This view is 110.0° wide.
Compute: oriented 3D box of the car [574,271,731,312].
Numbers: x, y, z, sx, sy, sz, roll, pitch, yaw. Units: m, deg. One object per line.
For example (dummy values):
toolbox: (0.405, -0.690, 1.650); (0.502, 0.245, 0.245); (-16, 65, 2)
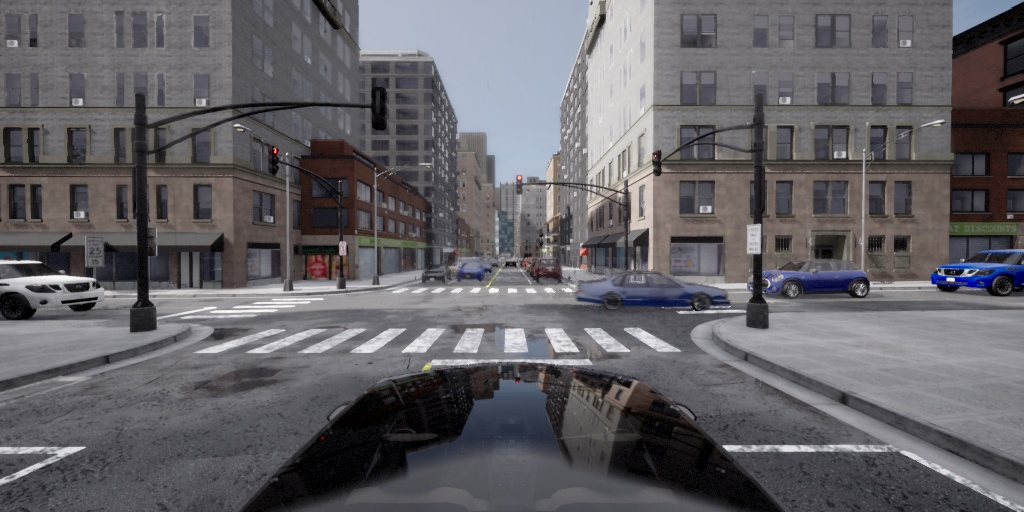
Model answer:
car: (5.056, 1.274, 13.529); (5.357, 1.411, 2.033); (0, 0, 8)

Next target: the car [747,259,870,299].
car: (13.399, 0.938, 16.423); (4.553, 1.767, 2.097); (-1, 1, -1)

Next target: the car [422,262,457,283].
car: (-5.786, 1.319, 28.103); (1.948, 1.339, 4.313); (0, 0, 0)

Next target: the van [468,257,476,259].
van: (-5.866, 1.094, 44.860); (1.690, 1.789, 3.998); (0, 0, 0)

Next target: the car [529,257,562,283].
car: (2.740, 1.068, 28.143); (2.192, 1.841, 5.009); (0, 0, 0)

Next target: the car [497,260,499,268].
car: (-3.285, 1.268, 62.792); (1.837, 1.490, 4.892); (0, 0, 0)

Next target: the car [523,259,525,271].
car: (2.663, 1.279, 45.071); (1.751, 1.417, 4.829); (0, 0, 0)

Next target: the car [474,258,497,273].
car: (-3.286, 1.300, 42.846); (2.033, 1.411, 5.357); (0, 0, 0)

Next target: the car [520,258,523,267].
car: (2.638, 1.067, 50.486); (2.192, 1.841, 5.009); (0, 0, 0)

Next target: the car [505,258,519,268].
car: (-0.181, 1.226, 61.313); (1.882, 1.535, 5.008); (0, 0, 0)

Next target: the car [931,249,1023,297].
car: (22.974, 0.708, 16.533); (5.566, 2.045, 2.150); (-1, 1, 0)

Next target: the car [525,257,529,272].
car: (2.714, 1.069, 33.729); (2.192, 1.841, 5.009); (0, 0, 0)

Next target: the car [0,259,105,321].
car: (-18.453, 1.145, 12.964); (5.566, 2.045, 2.150); (-1, 1, -2)

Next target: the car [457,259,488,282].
car: (-3.223, 1.231, 28.770); (1.882, 1.535, 5.008); (0, 0, 0)
